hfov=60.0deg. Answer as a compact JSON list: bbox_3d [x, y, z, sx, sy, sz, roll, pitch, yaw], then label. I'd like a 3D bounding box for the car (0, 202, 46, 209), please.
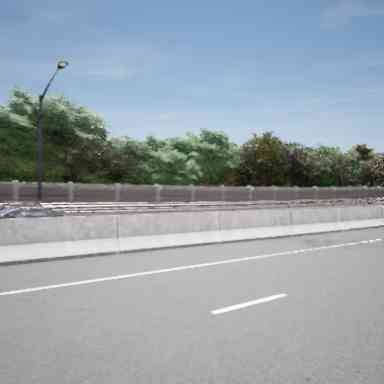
[{"bbox_3d":[-9.612,1.509,18.613,4.902,1.511,2.128,1,0,-35],"label":"car"}]

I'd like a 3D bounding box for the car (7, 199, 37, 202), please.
[{"bbox_3d":[-11.655,1.367,21.453,4.553,1.767,2.097,1,0,-35],"label":"car"}]

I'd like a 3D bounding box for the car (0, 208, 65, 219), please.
[{"bbox_3d":[-7.831,1.618,15.591,4.718,1.301,1.895,1,0,-35],"label":"car"}]
